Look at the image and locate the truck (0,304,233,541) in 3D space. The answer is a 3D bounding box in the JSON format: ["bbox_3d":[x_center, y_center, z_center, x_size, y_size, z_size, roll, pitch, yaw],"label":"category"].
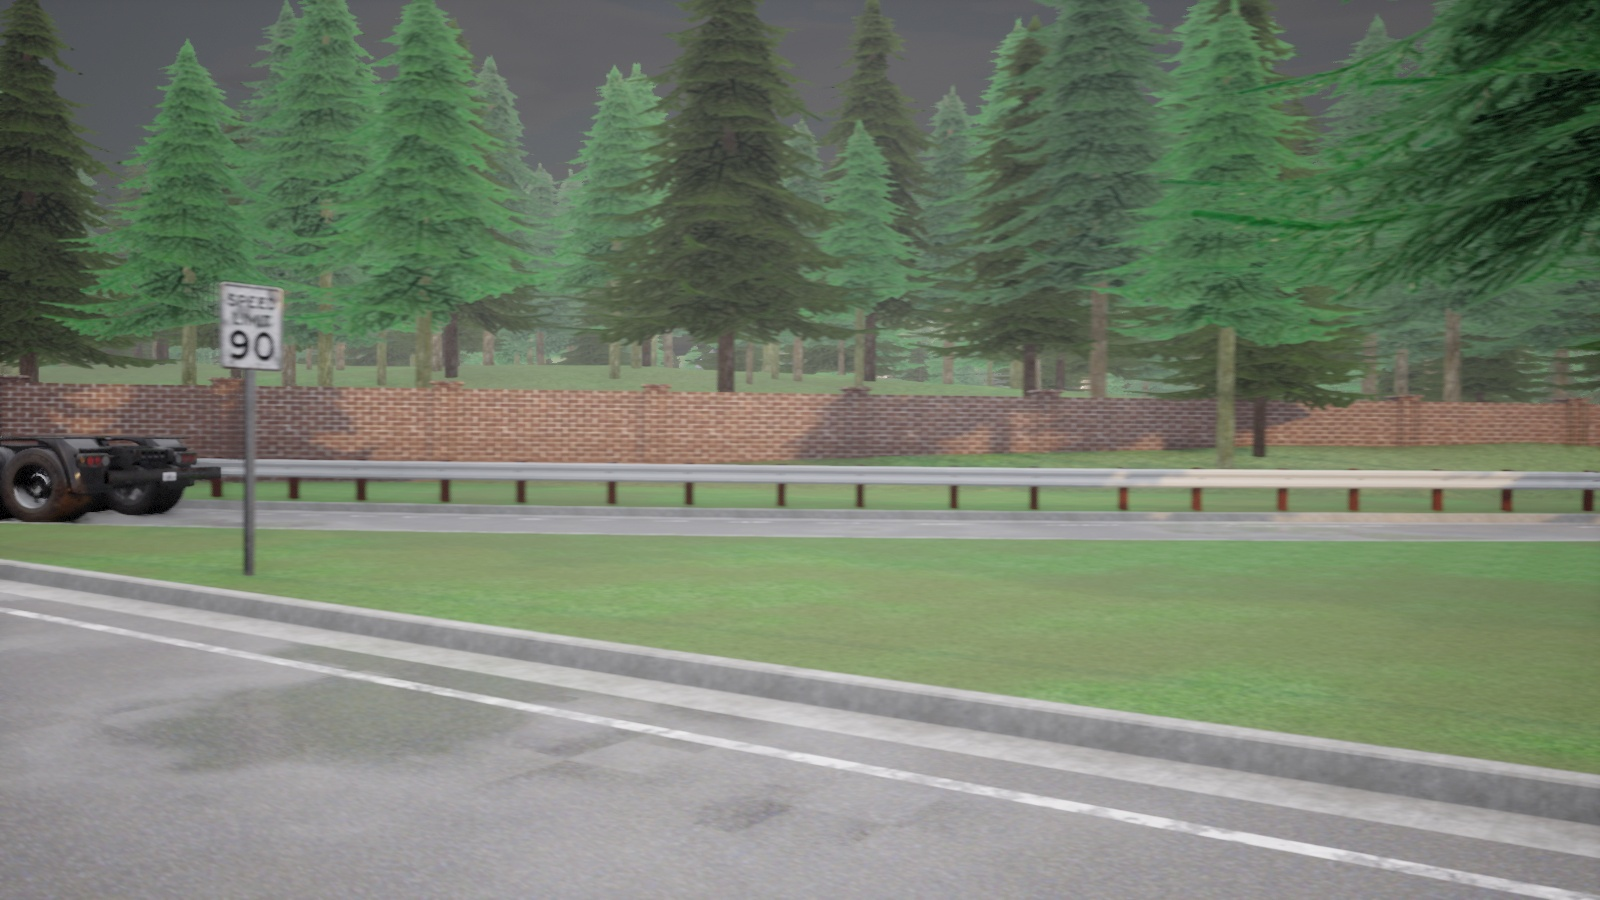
[{"bbox_3d":[-13.762,-0.402,20.522,7.936,3.462,2.891,0,1,11],"label":"truck"}]
